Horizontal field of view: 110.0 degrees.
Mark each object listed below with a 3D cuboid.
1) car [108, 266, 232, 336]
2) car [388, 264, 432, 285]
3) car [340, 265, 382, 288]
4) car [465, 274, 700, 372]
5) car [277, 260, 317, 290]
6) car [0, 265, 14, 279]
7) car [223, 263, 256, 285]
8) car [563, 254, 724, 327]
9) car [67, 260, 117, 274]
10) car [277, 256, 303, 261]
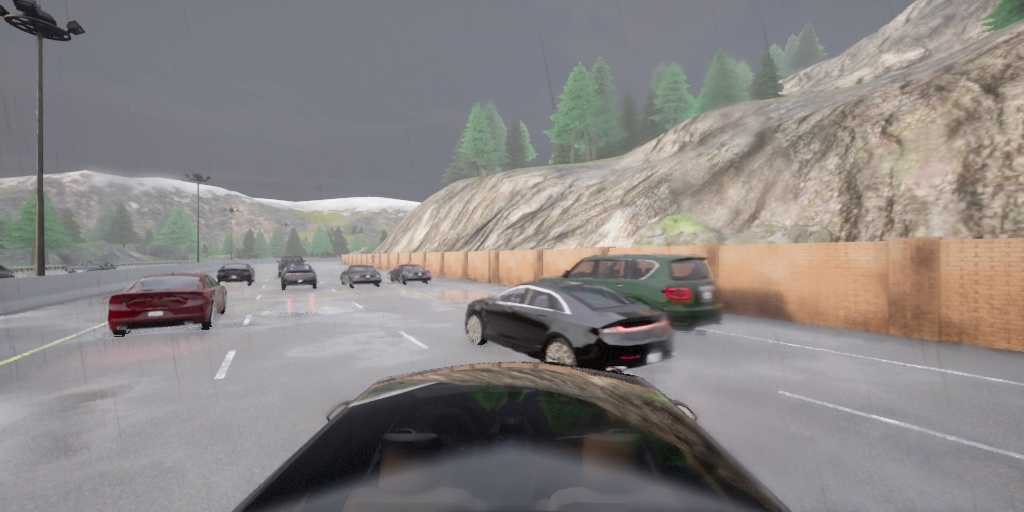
[{"bbox_3d":[-9.857,1.229,10.628,1.882,1.535,5.008,0,0,-33],"label":"car"},{"bbox_3d":[-7.640,1.302,26.477,2.033,1.411,5.357,0,0,-33],"label":"car"},{"bbox_3d":[-10.140,1.301,23.904,2.033,1.411,5.357,0,0,-33],"label":"car"},{"bbox_3d":[0.730,1.243,7.177,2.128,1.511,4.902,0,0,-33],"label":"car"},{"bbox_3d":[-13.626,1.246,22.839,2.128,1.511,4.902,0,0,-33],"label":"car"},{"bbox_3d":[-34.986,1.261,23.297,1.837,1.490,4.892,0,-1,-33],"label":"car"},{"bbox_3d":[-19.505,1.232,25.458,1.882,1.535,5.008,0,-1,-33],"label":"car"},{"bbox_3d":[2.909,0.973,10.255,2.150,2.045,5.566,0,0,-33],"label":"car"},{"bbox_3d":[-35.269,1.086,30.254,2.128,1.511,4.902,0,0,-33],"label":"car"},{"bbox_3d":[-21.129,0.977,34.376,2.150,2.045,5.566,0,0,-33],"label":"car"}]
